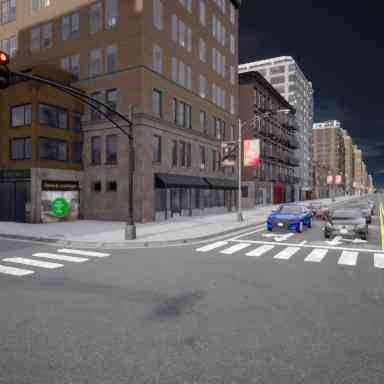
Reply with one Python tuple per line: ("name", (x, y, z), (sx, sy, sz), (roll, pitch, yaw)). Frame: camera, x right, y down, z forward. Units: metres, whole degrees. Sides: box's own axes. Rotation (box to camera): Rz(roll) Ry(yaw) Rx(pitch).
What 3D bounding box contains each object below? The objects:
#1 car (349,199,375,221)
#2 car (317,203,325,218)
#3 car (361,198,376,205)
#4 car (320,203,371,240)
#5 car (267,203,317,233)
("car", (12.624, 1.521, 25.337), (1.837, 1.490, 4.892), (0, 0, 29))
("car", (10.420, 1.583, 28.050), (1.994, 1.385, 4.181), (0, 0, 29))
("car", (17.541, 1.523, 34.059), (1.837, 1.490, 4.892), (0, 0, 30))
("car", (8.088, 1.539, 17.273), (1.812, 1.442, 4.674), (0, 0, 29))
("car", (6.033, 1.494, 20.235), (1.882, 1.535, 5.008), (0, 0, 29))
